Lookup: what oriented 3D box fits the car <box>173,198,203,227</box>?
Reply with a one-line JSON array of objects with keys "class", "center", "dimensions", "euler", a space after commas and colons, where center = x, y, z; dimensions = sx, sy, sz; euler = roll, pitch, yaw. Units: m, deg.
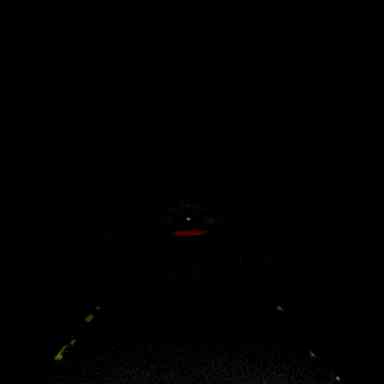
[{"class": "car", "center": [-0.249, 1.458, 22.474], "dimensions": [1.882, 1.535, 5.008], "euler": [0, 0, -1]}]
